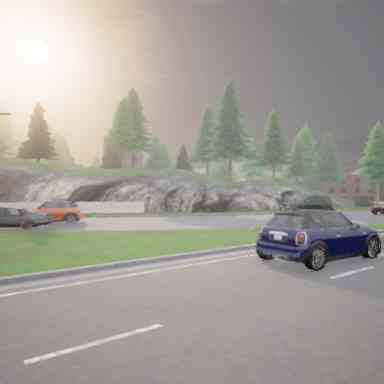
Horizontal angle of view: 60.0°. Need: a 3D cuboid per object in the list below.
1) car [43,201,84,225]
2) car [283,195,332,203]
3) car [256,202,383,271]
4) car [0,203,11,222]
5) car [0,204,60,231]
[{"bbox_3d":[-10.398,1.454,24.501,4.553,1.767,2.097,0,0,-8],"label":"car"},{"bbox_3d":[11.280,1.313,32.677,5.566,2.045,2.150,0,0,-22],"label":"car"},{"bbox_3d":[4.344,1.382,11.214,4.553,1.767,2.097,0,0,-34],"label":"car"},{"bbox_3d":[-17.538,1.627,26.763,4.892,1.490,1.837,0,-1,-14],"label":"car"},{"bbox_3d":[-11.462,1.639,20.753,5.357,1.411,2.033,0,0,-9],"label":"car"}]
